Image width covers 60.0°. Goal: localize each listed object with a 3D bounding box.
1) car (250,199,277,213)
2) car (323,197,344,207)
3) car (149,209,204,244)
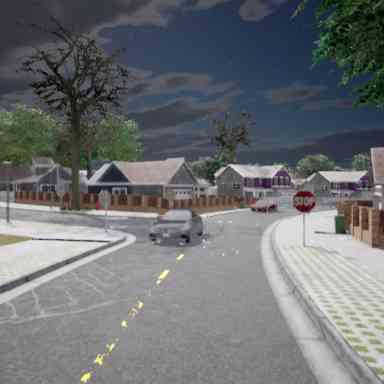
[{"bbox_3d":[8.376,1.640,38.581,1.882,1.535,5.008,0,1,32],"label":"car"},{"bbox_3d":[24.570,1.664,57.348,4.553,1.767,2.097,1,0,-37],"label":"car"},{"bbox_3d":[-0.602,1.565,16.162,1.812,1.442,4.674,0,0,12],"label":"car"}]
